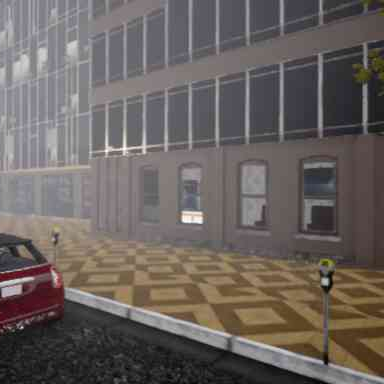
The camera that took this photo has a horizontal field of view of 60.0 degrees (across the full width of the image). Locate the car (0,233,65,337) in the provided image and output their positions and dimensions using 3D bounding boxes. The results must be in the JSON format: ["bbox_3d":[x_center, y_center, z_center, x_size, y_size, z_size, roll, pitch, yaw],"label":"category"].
[{"bbox_3d":[-4.103,1.404,5.804,4.097,1.590,1.967,0,0,36],"label":"car"}]
